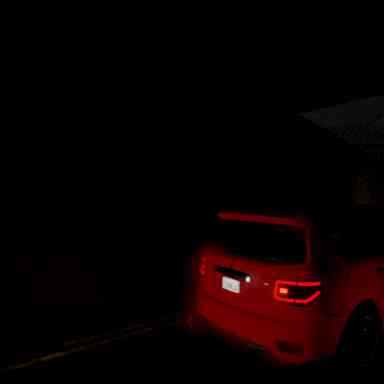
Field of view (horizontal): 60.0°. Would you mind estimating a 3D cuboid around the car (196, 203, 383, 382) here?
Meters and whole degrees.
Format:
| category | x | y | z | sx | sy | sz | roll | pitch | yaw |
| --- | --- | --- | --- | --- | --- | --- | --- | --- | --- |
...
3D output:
| category | x | y | z | sx | sy | sz | roll | pitch | yaw |
| --- | --- | --- | --- | --- | --- | --- | --- | --- | --- |
| car | 2.661 | 1.197 | 5.655 | 5.566 | 2.045 | 2.150 | -1 | 1 | -36 |
